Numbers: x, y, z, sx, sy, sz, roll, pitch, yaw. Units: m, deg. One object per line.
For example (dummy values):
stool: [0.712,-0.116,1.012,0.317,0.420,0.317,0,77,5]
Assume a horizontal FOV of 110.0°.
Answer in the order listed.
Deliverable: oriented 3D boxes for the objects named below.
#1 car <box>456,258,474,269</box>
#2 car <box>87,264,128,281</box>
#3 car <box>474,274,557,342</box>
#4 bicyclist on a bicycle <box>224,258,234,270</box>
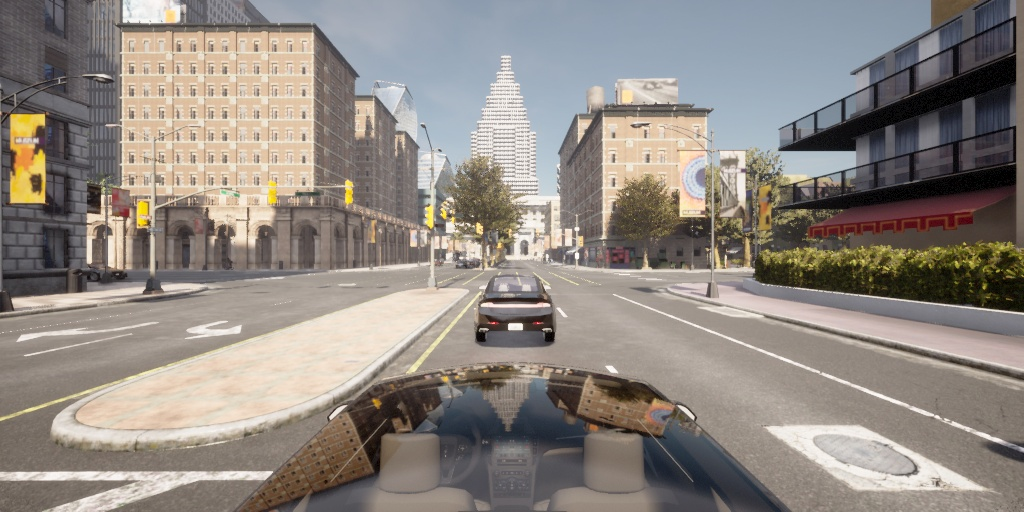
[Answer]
car: [-8.002,1.241,58.527,2.128,1.511,4.902,0,0,0]
car: [-34.159,1.314,29.234,4.181,1.385,1.994,0,0,0]
car: [0.082,1.242,9.778,2.128,1.511,4.902,0,0,0]
bicyclist on a bicycle: [-37.237,1.050,47.188,0.582,1.620,1.656,0,0,0]
